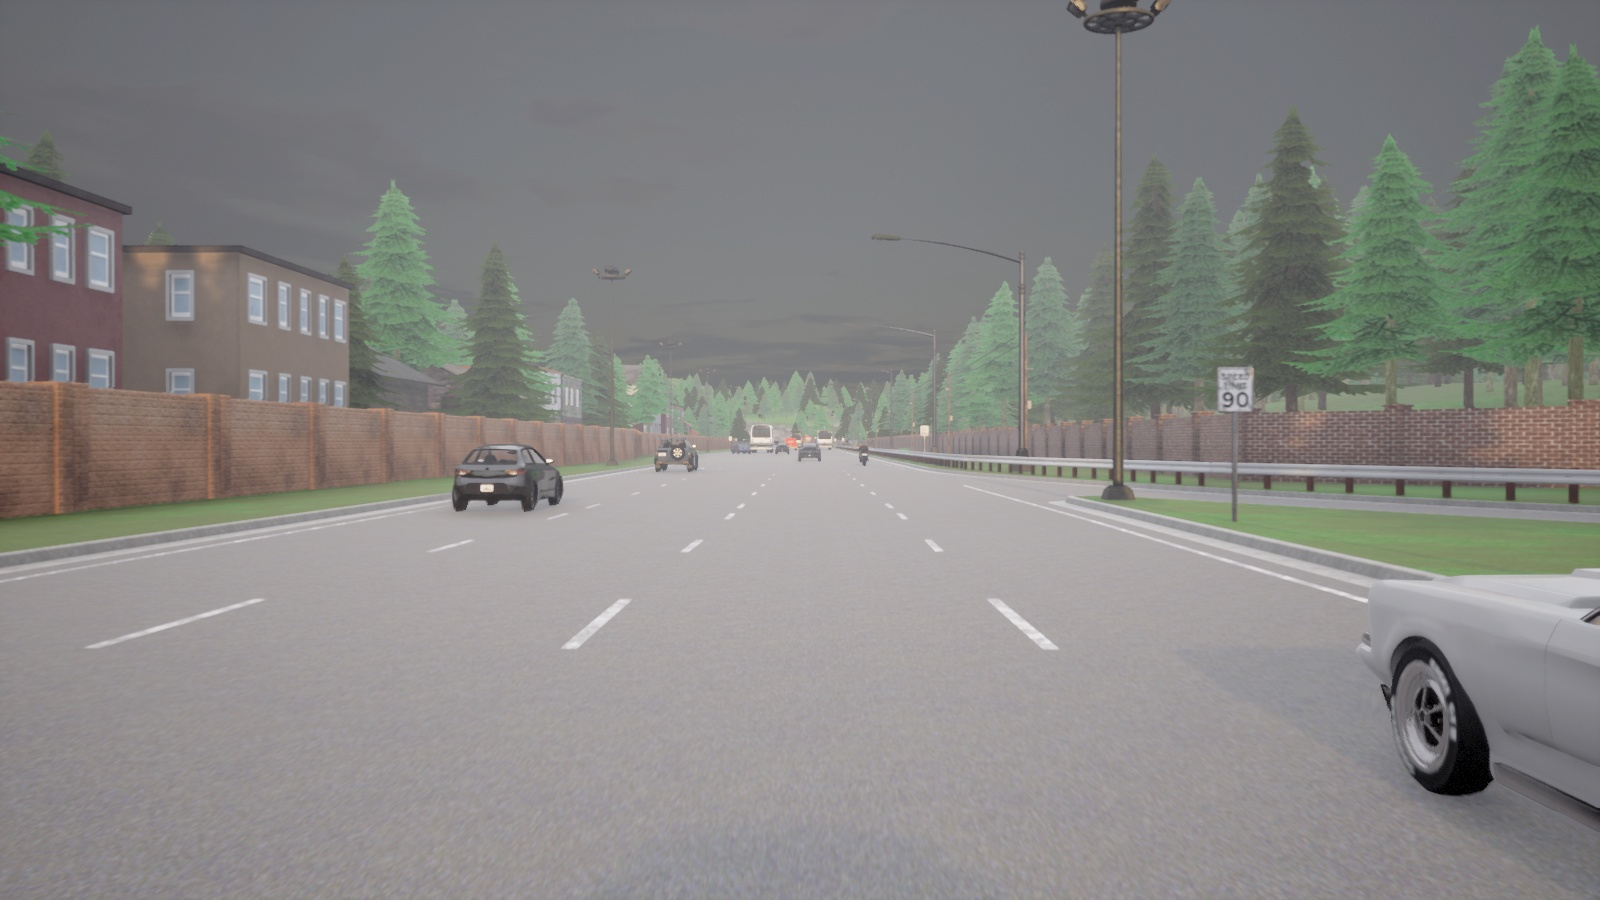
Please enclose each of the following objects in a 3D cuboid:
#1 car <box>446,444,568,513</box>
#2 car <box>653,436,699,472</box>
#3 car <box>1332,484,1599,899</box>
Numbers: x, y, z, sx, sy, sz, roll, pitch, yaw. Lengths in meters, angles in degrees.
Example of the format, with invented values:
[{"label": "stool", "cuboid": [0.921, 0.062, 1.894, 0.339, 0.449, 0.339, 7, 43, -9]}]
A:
[{"label": "car", "cuboid": [-6.649, 0.592, 28.923, 1.816, 1.474, 4.193, 0, 0, 0]}, {"label": "car", "cuboid": [-6.429, 0.189, 65.716, 1.932, 1.855, 4.605, 0, 0, 0]}, {"label": "car", "cuboid": [3.536, 0.829, 3.778, 1.895, 1.301, 4.718, 0, 0, 0]}]
